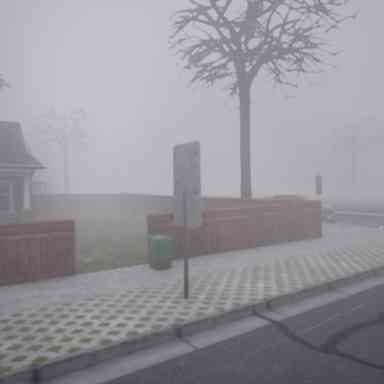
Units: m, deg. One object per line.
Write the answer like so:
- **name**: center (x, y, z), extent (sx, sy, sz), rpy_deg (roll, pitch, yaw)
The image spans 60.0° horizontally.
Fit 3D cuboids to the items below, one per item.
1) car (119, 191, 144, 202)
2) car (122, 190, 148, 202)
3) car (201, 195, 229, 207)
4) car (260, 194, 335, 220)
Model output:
- **car**: center (-8.429, 0.661, 44.395), extent (1.882, 1.535, 5.008), rpy_deg (-1, 1, -35)
- **car**: center (-8.472, 0.583, 49.367), extent (1.837, 1.490, 4.892), rpy_deg (-1, 2, -35)
- **car**: center (1.417, 0.972, 30.711), extent (1.812, 1.442, 4.674), rpy_deg (-1, 2, -36)
- **car**: center (7.268, 0.952, 22.597), extent (2.097, 1.767, 4.553), rpy_deg (-1, 1, -36)
